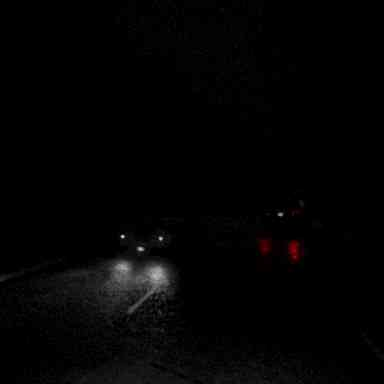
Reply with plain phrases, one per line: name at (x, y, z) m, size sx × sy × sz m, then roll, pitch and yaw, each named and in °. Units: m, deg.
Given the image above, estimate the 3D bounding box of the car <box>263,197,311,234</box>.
car at (5.909, 1.322, 20.307) m, size 2.150 × 2.045 × 5.566 m, roll 0°, pitch 0°, yaw 25°

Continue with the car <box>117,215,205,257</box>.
car at (-1.019, 1.638, 13.309) m, size 1.895 × 1.301 × 4.718 m, roll 0°, pitch 0°, yaw 19°

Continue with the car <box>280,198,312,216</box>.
car at (11.511, 1.606, 37.176) m, size 2.097 × 1.767 × 4.553 m, roll 0°, pitch -1°, yaw 0°
